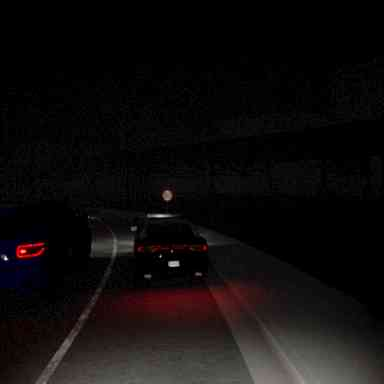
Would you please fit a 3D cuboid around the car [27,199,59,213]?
[{"bbox_3d":[-17.822,1.634,39.585,2.033,1.411,5.357,-1,0,-40],"label":"car"}]

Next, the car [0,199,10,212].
[{"bbox_3d":[-24.998,1.663,42.105,2.128,1.511,4.902,-1,0,-44],"label":"car"}]

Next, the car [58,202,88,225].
[{"bbox_3d":[-9.197,1.558,25.526,1.812,1.442,4.674,0,0,-24],"label":"car"}]

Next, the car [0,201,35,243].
[{"bbox_3d":[-9.552,1.386,16.914,2.097,1.767,4.553,0,0,-16],"label":"car"}]

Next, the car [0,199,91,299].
[{"bbox_3d":[-4.074,1.230,8.470,2.150,2.045,5.566,0,0,-7],"label":"car"}]

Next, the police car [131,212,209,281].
[{"bbox_3d":[-0.809,1.421,10.081,1.930,1.638,5.238,0,0,-9],"label":"police car"}]
